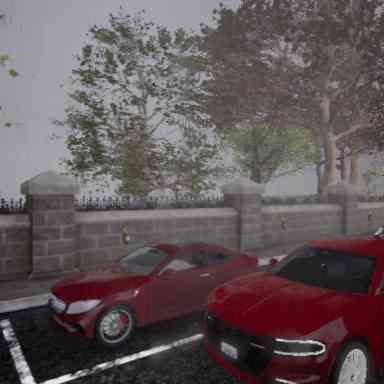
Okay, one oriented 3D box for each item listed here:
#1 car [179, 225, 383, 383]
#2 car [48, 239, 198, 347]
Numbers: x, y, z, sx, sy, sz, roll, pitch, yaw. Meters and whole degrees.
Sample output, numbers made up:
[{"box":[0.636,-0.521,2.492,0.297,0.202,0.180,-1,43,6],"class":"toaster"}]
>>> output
[{"box":[2.446,1.486,5.115,5.008,1.535,1.882,0,0,-35],"class":"car"},{"box":[-0.423,1.588,6.258,4.206,1.307,1.802,0,0,-36],"class":"car"}]
